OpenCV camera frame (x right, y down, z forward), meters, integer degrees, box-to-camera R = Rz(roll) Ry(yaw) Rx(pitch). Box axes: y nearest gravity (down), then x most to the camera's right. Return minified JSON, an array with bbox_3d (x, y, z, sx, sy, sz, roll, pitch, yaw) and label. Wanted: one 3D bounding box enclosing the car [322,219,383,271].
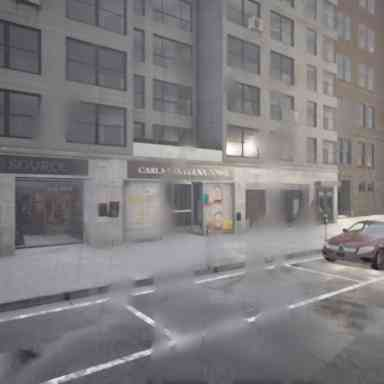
[{"bbox_3d":[6.008,1.574,10.861,4.206,1.307,1.802,0,0,-36],"label":"car"}]
